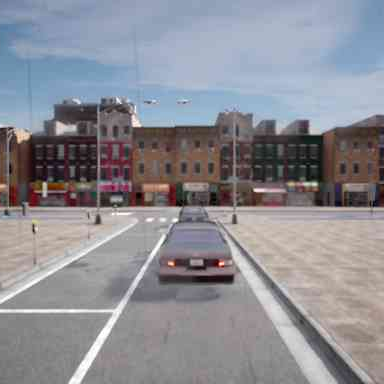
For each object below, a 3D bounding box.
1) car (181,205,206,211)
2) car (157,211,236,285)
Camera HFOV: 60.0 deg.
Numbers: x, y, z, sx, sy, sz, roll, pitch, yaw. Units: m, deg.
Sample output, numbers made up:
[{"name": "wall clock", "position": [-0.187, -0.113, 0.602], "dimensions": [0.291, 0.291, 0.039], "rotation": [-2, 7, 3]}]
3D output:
[{"name": "car", "position": [0.075, 1.475, 19.746], "dimensions": [2.033, 1.411, 5.357], "rotation": [0, 0, -1]}, {"name": "car", "position": [0.099, 1.511, 9.437], "dimensions": [2.033, 1.411, 5.357], "rotation": [0, 0, 0]}]
